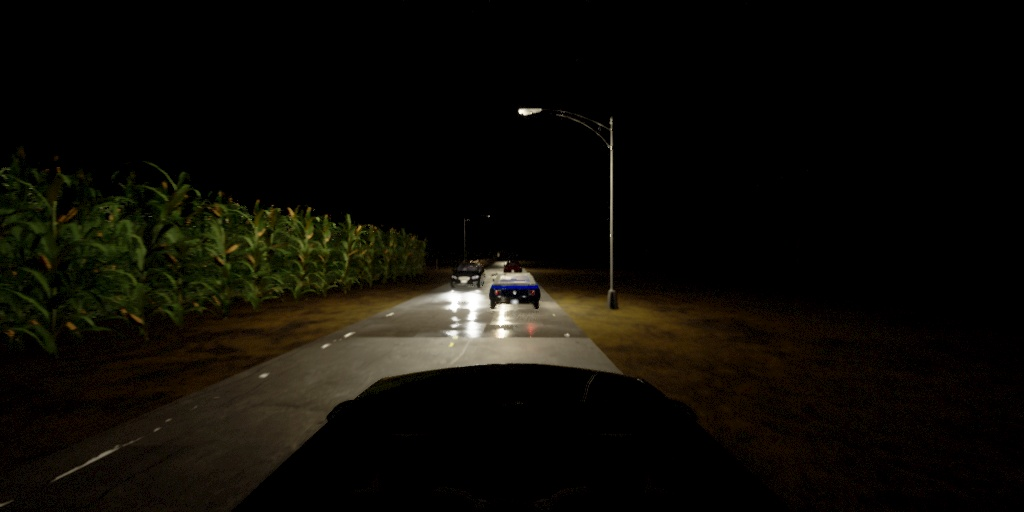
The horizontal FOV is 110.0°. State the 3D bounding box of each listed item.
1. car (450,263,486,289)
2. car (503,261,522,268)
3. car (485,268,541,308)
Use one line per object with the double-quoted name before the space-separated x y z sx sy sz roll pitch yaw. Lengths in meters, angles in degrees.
"car" -2.770 1.230 23.291 2.128 1.511 4.902 0 0 0
"car" 0.099 1.259 36.548 1.812 1.442 4.674 -1 0 0
"car" 0.100 1.340 14.990 1.895 1.301 4.718 0 0 0
